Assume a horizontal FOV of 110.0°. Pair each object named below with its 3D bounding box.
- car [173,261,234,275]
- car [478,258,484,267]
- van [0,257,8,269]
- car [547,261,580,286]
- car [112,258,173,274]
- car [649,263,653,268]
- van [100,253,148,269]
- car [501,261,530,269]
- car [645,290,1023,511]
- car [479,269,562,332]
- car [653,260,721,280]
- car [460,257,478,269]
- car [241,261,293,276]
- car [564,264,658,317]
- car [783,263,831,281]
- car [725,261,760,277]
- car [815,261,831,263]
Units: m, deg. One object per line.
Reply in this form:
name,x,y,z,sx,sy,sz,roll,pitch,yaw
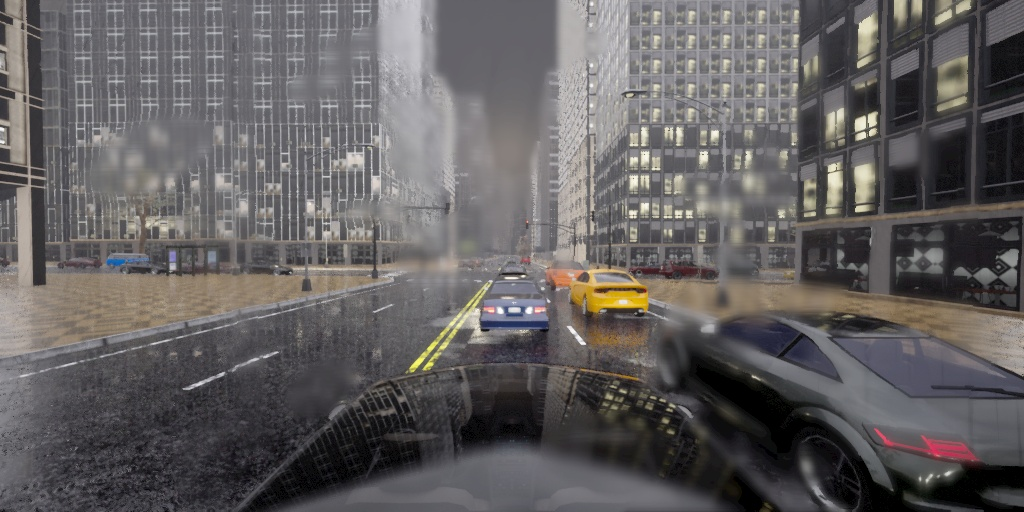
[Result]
car,-28.468,1.137,33.497,4.207,1.307,1.802,0,0,1
car,-6.665,1.053,64.329,2.097,1.767,4.553,0,0,0
van,-51.194,0.686,34.031,3.998,1.789,1.690,0,0,1
car,3.316,1.091,22.212,2.097,1.767,4.553,0,0,0
car,-34.149,1.068,33.661,4.313,1.339,1.948,0,0,1
car,15.018,1.450,38.737,4.718,1.301,1.895,1,1,2
van,-45.354,0.604,42.303,3.998,1.789,1.690,0,0,1
car,0.070,1.232,20.554,2.128,1.511,4.902,0,0,0
car,3.341,1.313,4.122,1.994,1.385,4.181,0,0,0
car,0.086,1.294,10.802,2.033,1.411,5.357,0,0,1
car,16.142,1.268,32.911,5.009,1.841,2.192,0,0,1
car,-6.679,1.277,54.328,1.994,1.385,4.181,0,0,0
car,-22.784,1.172,33.374,4.313,1.339,1.948,0,0,1
car,3.331,1.222,13.207,1.882,1.535,5.008,0,0,0
car,27.591,1.577,32.733,4.829,1.417,1.751,0,0,1
car,23.914,1.280,38.565,4.553,1.767,2.097,1,1,1
car,33.304,1.361,38.412,4.553,1.767,2.097,0,1,1
